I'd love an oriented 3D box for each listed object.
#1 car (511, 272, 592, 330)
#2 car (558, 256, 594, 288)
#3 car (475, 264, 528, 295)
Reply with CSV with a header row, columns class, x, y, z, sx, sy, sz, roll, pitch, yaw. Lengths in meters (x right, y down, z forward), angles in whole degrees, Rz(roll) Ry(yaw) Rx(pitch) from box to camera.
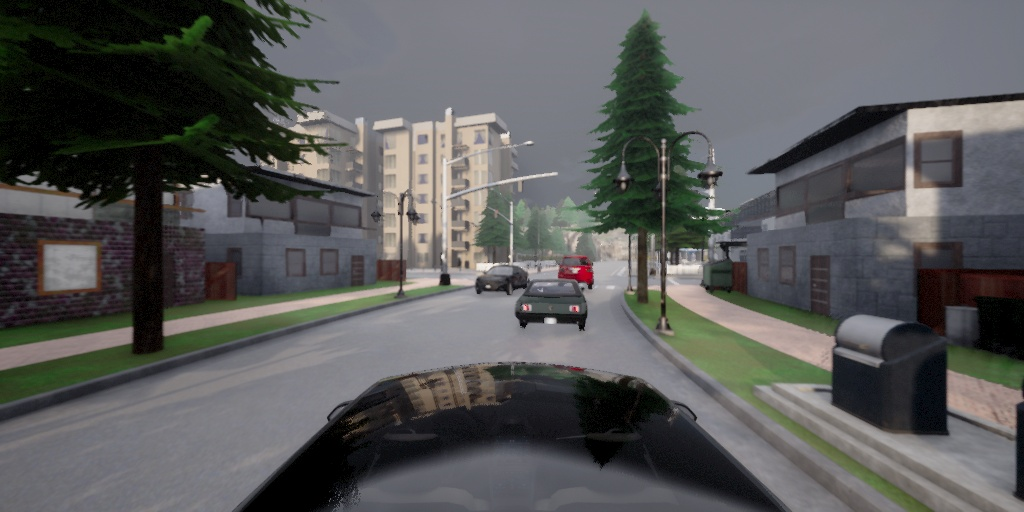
class,x,y,z,sx,sy,sz,roll,pitch,yaw
car,1.331,1.361,11.309,1.895,1.301,4.718,0,0,9
car,4.196,1.004,23.758,2.150,2.045,5.566,0,0,11
car,-0.444,1.248,20.046,1.882,1.535,5.008,0,0,17
